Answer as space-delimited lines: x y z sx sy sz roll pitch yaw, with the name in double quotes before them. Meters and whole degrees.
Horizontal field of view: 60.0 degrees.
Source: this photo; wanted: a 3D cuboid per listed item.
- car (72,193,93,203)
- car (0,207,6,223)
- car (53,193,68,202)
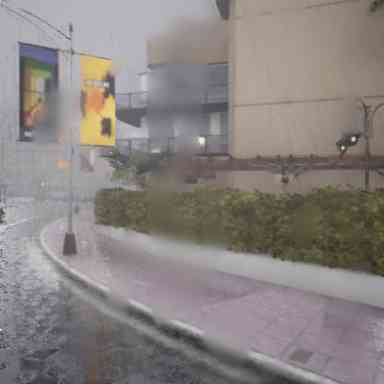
"car" -18.913 1.091 57.834 1.812 1.442 4.674 0 0 16
"car" -12.793 1.312 20.098 1.837 1.490 4.892 0 1 -14
"car" -22.349 0.890 58.505 2.097 1.767 4.553 1 0 16
